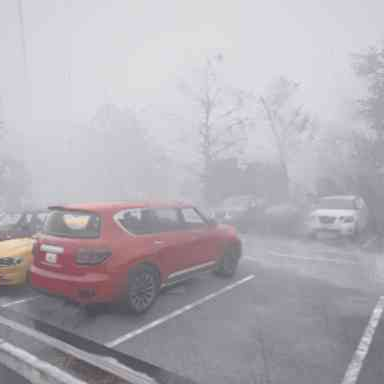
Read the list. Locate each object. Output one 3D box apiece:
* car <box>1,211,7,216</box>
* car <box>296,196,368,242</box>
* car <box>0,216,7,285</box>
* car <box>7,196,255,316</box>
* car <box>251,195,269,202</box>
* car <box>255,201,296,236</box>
[{"bbox_3d":[-5.746,1.380,11.300,2.185,1.767,4.553,0,0,35],"label":"car"},{"bbox_3d":[7.503,1.216,16.935,2.435,2.045,5.566,0,0,35],"label":"car"},{"bbox_3d":[-3.272,1.488,9.539,2.097,1.535,5.008,0,0,35],"label":"car"},{"bbox_3d":[-0.868,1.220,7.888,2.435,2.045,5.566,0,0,35],"label":"car"},{"bbox_3d":[3.026,1.244,20.064,2.435,2.045,5.566,0,0,35],"label":"car"},{"bbox_3d":[5.228,1.481,18.552,2.231,1.521,4.892,0,0,35],"label":"car"}]
